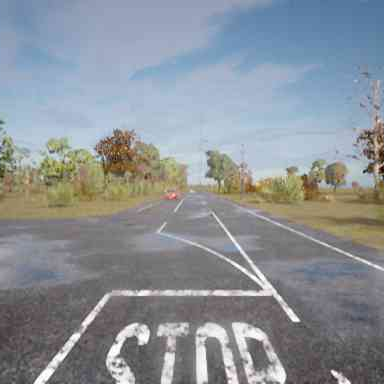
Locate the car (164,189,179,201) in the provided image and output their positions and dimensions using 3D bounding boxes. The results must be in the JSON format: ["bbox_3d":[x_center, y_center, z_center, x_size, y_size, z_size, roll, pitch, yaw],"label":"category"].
[{"bbox_3d":[-3.385,0.474,55.856,2.150,2.045,5.566,0,1,0],"label":"car"}]
